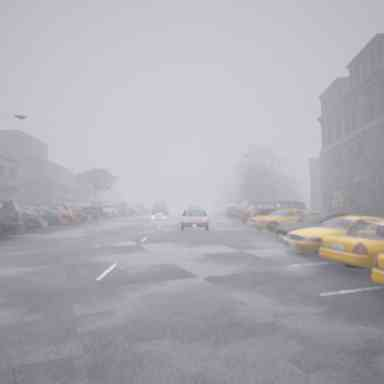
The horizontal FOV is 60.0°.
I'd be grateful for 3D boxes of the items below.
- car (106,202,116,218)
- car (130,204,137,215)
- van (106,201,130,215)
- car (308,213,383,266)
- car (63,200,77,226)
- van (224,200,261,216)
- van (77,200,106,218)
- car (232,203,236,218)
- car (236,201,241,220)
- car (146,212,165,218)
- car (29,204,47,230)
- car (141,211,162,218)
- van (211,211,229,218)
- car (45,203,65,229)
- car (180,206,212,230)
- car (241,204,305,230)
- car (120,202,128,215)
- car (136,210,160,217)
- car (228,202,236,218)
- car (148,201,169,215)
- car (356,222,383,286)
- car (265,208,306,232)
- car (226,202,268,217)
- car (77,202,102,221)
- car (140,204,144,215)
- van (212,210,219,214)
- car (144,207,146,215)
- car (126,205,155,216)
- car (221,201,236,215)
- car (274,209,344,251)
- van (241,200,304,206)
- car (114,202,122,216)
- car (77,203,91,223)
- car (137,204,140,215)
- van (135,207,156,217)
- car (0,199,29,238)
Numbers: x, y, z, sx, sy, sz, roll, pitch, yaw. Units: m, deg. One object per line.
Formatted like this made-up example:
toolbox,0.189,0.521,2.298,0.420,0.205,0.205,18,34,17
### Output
car,-11.227,2.186,36.926,4.674,1.452,2.002,0,-2,-19
car,-11.092,2.598,48.641,5.008,1.535,2.097,0,-3,-19
van,-11.237,2.234,45.685,4.442,1.987,1.878,0,-2,-19
car,6.587,1.589,10.421,5.366,1.575,1.946,1,-1,-20
car,-11.296,1.702,25.203,4.553,1.767,2.185,0,-1,-20
van,6.551,2.141,43.236,4.442,1.987,1.878,1,-3,-19
van,-11.364,1.832,33.960,4.442,1.987,1.878,0,-1,-19
car,6.532,2.035,31.301,4.674,1.452,2.002,1,-2,-19
car,6.482,1.793,28.307,4.553,1.767,2.185,1,-2,-19
car,-10.220,6.492,92.412,4.892,1.521,2.231,1,-6,-19
car,-11.357,1.706,19.325,4.892,1.521,2.231,0,-1,-20
car,-10.539,5.891,86.517,5.366,1.575,1.946,1,-6,-19
van,7.690,6.228,91.959,4.442,1.987,1.878,3,-6,-18
car,-11.339,1.766,22.262,4.892,1.521,2.231,0,-1,-20
car,0.185,1.918,23.728,1.895,1.301,4.718,0,-1,0
car,6.296,1.777,22.259,5.366,1.575,1.946,1,-1,-20
car,-11.132,2.370,42.795,4.792,1.488,2.163,0,-2,-19
car,-10.675,5.302,80.687,5.366,1.575,1.946,1,-6,-19
car,6.592,2.109,34.305,4.792,1.488,2.163,1,-2,-19
car,-4.674,2.363,48.950,2.150,2.045,5.566,0,-3,1
car,6.581,1.555,7.429,5.366,1.575,1.946,1,-1,-20
car,6.409,1.703,16.327,4.792,1.488,2.163,1,-1,-20
car,6.659,2.139,40.290,4.553,1.767,2.185,1,-2,-19
car,-11.286,1.975,31.060,5.008,1.535,2.097,0,-2,-19
car,-11.174,2.931,54.416,5.366,1.575,1.946,0,-4,-19
van,7.404,5.918,88.948,4.442,1.987,1.878,3,-6,-18
car,-10.961,3.136,57.399,4.892,1.521,2.231,0,-4,-19
car,-10.724,3.881,69.103,5.566,2.045,2.435,1,-6,-19
car,6.576,1.917,37.276,5.566,2.045,2.435,1,-2,-19
car,6.250,1.620,13.287,5.366,1.575,1.946,1,-1,-20
van,6.384,1.619,25.279,4.442,1.987,1.878,1,-1,-19
car,-11.197,2.279,39.863,4.674,1.452,2.002,0,-2,-19
car,-11.276,1.929,28.142,4.792,1.488,2.163,0,-2,-20
car,-11.050,2.757,51.563,4.892,1.521,2.231,0,-3,-19
van,-10.520,4.497,74.974,4.442,1.987,1.878,1,-6,-19
car,-11.407,1.404,16.384,5.566,2.045,2.435,-1,-1,-20
